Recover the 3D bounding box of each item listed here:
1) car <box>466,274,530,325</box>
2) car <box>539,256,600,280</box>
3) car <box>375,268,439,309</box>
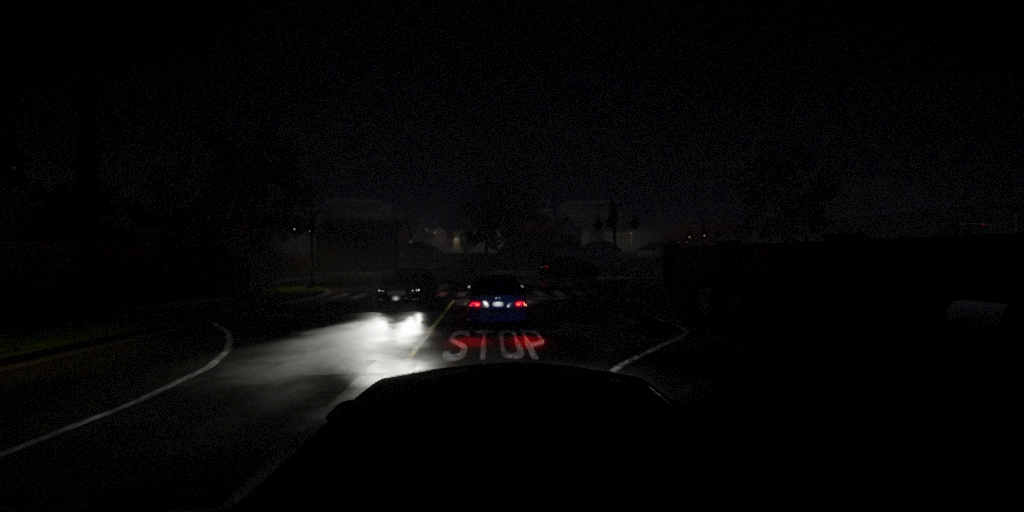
[{"bbox_3d":[-0.518,1.316,11.881,2.033,1.411,5.357,0,0,-3],"label":"car"},{"bbox_3d":[5.244,1.059,32.716,5.566,2.045,2.150,0,-1,-18],"label":"car"},{"bbox_3d":[-4.355,1.284,15.446,2.128,1.511,4.902,0,0,-3],"label":"car"}]
